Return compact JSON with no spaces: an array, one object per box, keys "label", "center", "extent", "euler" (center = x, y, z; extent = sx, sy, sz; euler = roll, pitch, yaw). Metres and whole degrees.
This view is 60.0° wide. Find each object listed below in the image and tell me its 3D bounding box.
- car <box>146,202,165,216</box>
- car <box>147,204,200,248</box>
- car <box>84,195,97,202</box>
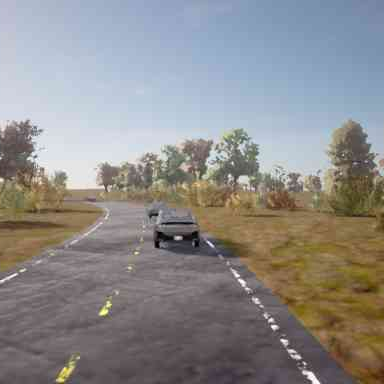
[{"label":"car","center":[-3.029,1.570,29.758],"extent":[1.994,1.385,4.181],"euler":[0,0,-11]},{"label":"car","center":[-0.759,1.497,14.785],"extent":[2.128,1.511,4.902],"euler":[0,0,-6]},{"label":"car","center":[-22.209,1.333,72.580],"extent":[1.882,1.535,5.008],"euler":[0,0,-29]}]
